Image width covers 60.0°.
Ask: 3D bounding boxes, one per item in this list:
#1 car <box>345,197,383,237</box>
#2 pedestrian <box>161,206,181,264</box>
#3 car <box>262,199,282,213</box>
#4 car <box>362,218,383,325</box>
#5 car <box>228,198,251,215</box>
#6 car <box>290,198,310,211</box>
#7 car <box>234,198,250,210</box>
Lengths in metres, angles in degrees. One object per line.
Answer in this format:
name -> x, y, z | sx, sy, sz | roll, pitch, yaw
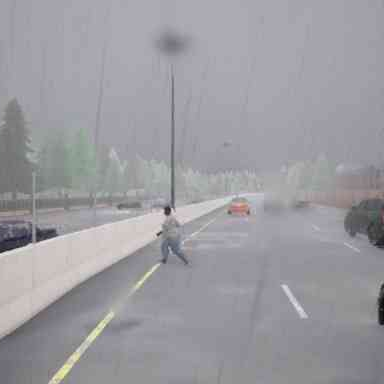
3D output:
car -> 8.655, 1.222, 14.864 | 2.150, 2.045, 5.566 | 0, 0, 9
pedestrian -> -0.628, 1.294, 10.080 | 0.375, 1.860, 0.375 | 0, 0, 7
car -> 8.992, 1.504, 37.106 | 1.837, 1.490, 4.892 | 0, 0, 10
car -> 3.860, 1.351, 3.282 | 2.097, 1.767, 4.553 | 0, 0, 2
car -> 4.914, 1.352, 34.211 | 2.097, 1.767, 4.553 | 0, 0, 10
car -> 13.144, 1.505, 40.500 | 1.837, 1.490, 4.892 | 0, 0, 10
car -> 6.633, 1.564, 44.085 | 1.994, 1.385, 4.181 | 0, 0, 10
